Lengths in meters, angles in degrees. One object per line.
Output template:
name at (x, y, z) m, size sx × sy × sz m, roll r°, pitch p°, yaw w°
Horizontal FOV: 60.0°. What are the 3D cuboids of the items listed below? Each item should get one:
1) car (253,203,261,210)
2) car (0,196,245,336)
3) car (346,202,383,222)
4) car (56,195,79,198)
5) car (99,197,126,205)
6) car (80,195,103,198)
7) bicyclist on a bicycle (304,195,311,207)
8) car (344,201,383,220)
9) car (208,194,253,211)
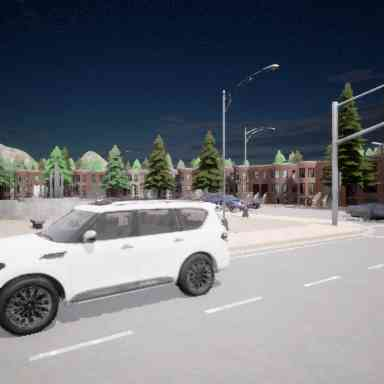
car at (6.214, 1.601, 41.239) m, size 1.895 × 1.301 × 4.718 m, roll 0°, pitch 0°, yaw -40°
car at (-1.706, 1.221, 7.052) m, size 5.566 × 2.045 × 2.150 m, roll 0°, pitch 0°, yaw -35°
car at (14.515, 1.547, 24.235) m, size 2.033 × 1.411 × 5.357 m, roll 0°, pitch 0°, yaw -35°
car at (-23.818, 1.505, 60.694) m, size 4.892 × 1.490 × 1.837 m, roll 0°, pitch 0°, yaw 5°
car at (-14.081, 1.564, 58.826) m, size 4.181 × 1.385 × 1.994 m, roll 0°, pitch 0°, yaw 18°
car at (-14.448, 1.351, 51.682) m, size 4.553 × 1.767 × 2.097 m, roll 0°, pitch 0°, yaw 20°
bicyclist on a bicycle at (16.174, 1.303, 46.611) m, size 1.656 × 1.620 × 0.582 m, roll 0°, pitch 0°, yaw -37°
car at (16.043, 1.547, 28.305) m, size 2.033 × 1.411 × 5.357 m, roll 0°, pitch 0°, yaw -38°
car at (3.889, 1.221, 38.600) m, size 2.150 × 2.045 × 5.566 m, roll 0°, pitch 0°, yaw -39°
